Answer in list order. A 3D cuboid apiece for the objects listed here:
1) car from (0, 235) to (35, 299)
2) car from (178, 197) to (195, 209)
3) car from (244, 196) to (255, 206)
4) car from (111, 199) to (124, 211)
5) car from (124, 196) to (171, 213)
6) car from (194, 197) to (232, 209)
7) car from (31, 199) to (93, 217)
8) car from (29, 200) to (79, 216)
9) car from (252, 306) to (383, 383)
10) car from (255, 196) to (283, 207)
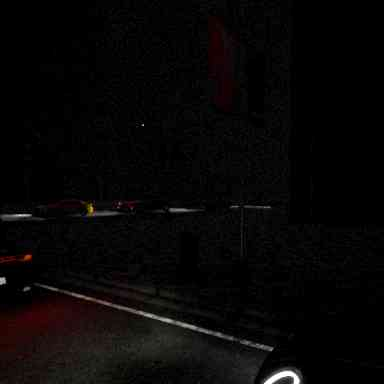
[{"bbox_3d":[-5.569,1.476,7.384,5.008,1.535,1.882,0,0,33],"label":"car"},{"bbox_3d":[0.257,1.465,45.260,4.674,1.442,1.812,0,0,-42],"label":"car"},{"bbox_3d":[10.463,1.450,54.202,4.902,1.511,2.128,0,0,-41],"label":"car"},{"bbox_3d":[-7.107,1.283,38.750,4.553,1.767,2.097,0,0,-42],"label":"car"},{"bbox_3d":[-4.524,1.436,36.698,4.902,1.511,2.128,0,0,-42],"label":"car"},{"bbox_3d":[3.026,1.555,43.373,4.718,1.301,1.895,0,0,-41],"label":"car"},{"bbox_3d":[-11.639,1.417,30.398,5.008,1.535,1.882,0,0,-43],"label":"car"},{"bbox_3d":[-13.628,1.490,32.984,4.181,1.385,1.994,0,0,-42],"label":"car"},{"bbox_3d":[2.556,1.352,1.827,4.553,1.767,2.097,0,0,35],"label":"car"},{"bbox_3d":[12.270,1.495,51.465,4.674,1.442,1.812,0,0,-41],"label":"car"}]
